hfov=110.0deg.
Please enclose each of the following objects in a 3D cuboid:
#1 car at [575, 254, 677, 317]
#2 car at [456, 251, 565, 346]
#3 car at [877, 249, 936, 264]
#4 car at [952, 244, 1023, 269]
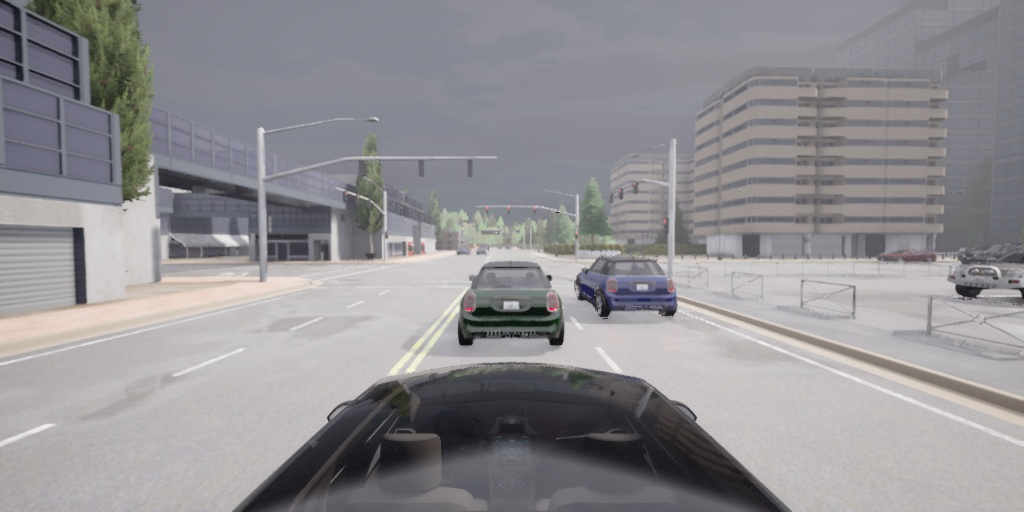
[{"bbox_3d":[3.432,0.778,11.644,2.097,1.767,4.553,0,2,-1],"label":"car"},{"bbox_3d":[-0.031,0.871,8.845,2.097,1.767,4.553,0,2,0],"label":"car"},{"bbox_3d":[41.083,0.031,37.412,5.008,1.535,1.882,0,2,-2],"label":"car"},{"bbox_3d":[46.026,-0.121,34.058,5.566,2.045,2.150,0,2,-2],"label":"car"}]
